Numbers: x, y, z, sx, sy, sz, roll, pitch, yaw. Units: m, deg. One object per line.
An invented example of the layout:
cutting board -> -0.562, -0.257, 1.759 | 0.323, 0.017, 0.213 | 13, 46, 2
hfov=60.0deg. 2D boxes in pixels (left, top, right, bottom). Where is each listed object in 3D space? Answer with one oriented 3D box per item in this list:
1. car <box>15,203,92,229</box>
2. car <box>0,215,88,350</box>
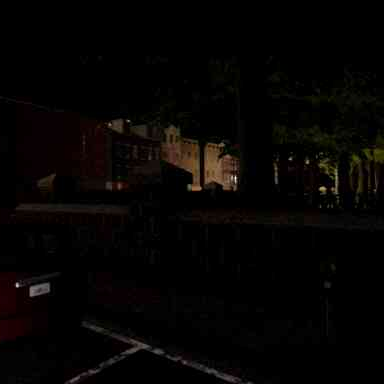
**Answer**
car -> -9.395, 1.577, 22.935 | 1.812, 1.442, 4.674 | -1, -1, 35
car -> -3.860, 1.316, 5.588 | 5.009, 1.841, 2.192 | 0, -1, 36
